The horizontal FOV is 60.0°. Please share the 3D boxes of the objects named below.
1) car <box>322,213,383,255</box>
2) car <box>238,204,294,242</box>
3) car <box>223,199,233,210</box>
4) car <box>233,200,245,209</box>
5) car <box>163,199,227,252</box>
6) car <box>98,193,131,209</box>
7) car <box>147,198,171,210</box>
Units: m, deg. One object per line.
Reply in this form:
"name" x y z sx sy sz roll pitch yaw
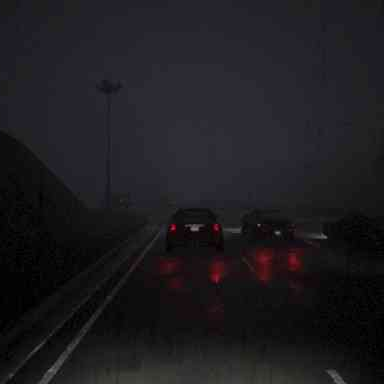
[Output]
"car" 7.100 1.549 13.340 2.033 1.411 5.357 0 0 0
"car" 3.596 1.527 16.251 1.812 1.442 4.674 0 0 0
"car" 2.184 1.550 40.220 2.033 1.411 5.357 0 0 -34
"car" 4.643 1.604 42.591 1.895 1.301 4.718 0 0 -31
"car" 0.098 1.353 14.055 2.097 1.767 4.553 0 0 0
"car" -10.437 1.225 44.836 5.566 2.045 2.150 0 -1 43
"car" -3.912 1.494 42.501 2.128 1.511 4.902 1 0 -38
